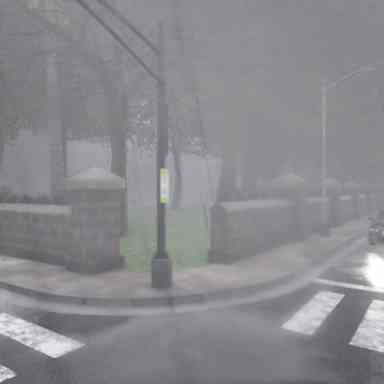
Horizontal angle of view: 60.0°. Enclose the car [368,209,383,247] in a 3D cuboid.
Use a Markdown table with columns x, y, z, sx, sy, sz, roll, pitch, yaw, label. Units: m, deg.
| x | y | z | sx | sy | sz | roll | pitch | yaw | label |
| --- | --- | --- | --- | --- | --- | --- | --- | --- | --- |
| 8.946 | 1.486 | 14.481 | 2.128 | 1.511 | 4.902 | 0 | 0 | 36 | car |
